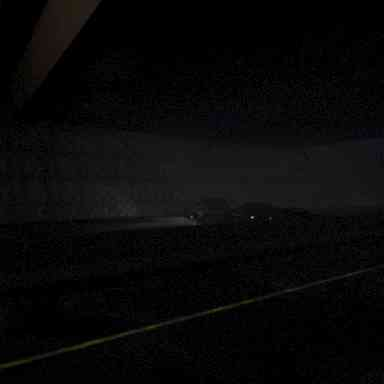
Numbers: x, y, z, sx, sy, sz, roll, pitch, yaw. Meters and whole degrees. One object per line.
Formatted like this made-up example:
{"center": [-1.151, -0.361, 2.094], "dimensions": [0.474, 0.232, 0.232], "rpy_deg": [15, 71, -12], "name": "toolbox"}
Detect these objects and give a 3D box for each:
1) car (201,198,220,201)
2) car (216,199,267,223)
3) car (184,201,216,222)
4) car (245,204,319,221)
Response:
{"center": [1.512, 1.379, 30.877], "dimensions": [4.553, 1.767, 2.097], "rpy_deg": [0, 0, -36], "name": "car"}
{"center": [4.460, 1.503, 24.382], "dimensions": [5.008, 1.535, 1.882], "rpy_deg": [0, 0, -36], "name": "car"}
{"center": [1.789, 1.625, 26.776], "dimensions": [4.718, 1.301, 1.895], "rpy_deg": [0, 0, -36], "name": "car"}
{"center": [5.874, 1.625, 21.091], "dimensions": [4.718, 1.301, 1.895], "rpy_deg": [0, 0, -36], "name": "car"}
